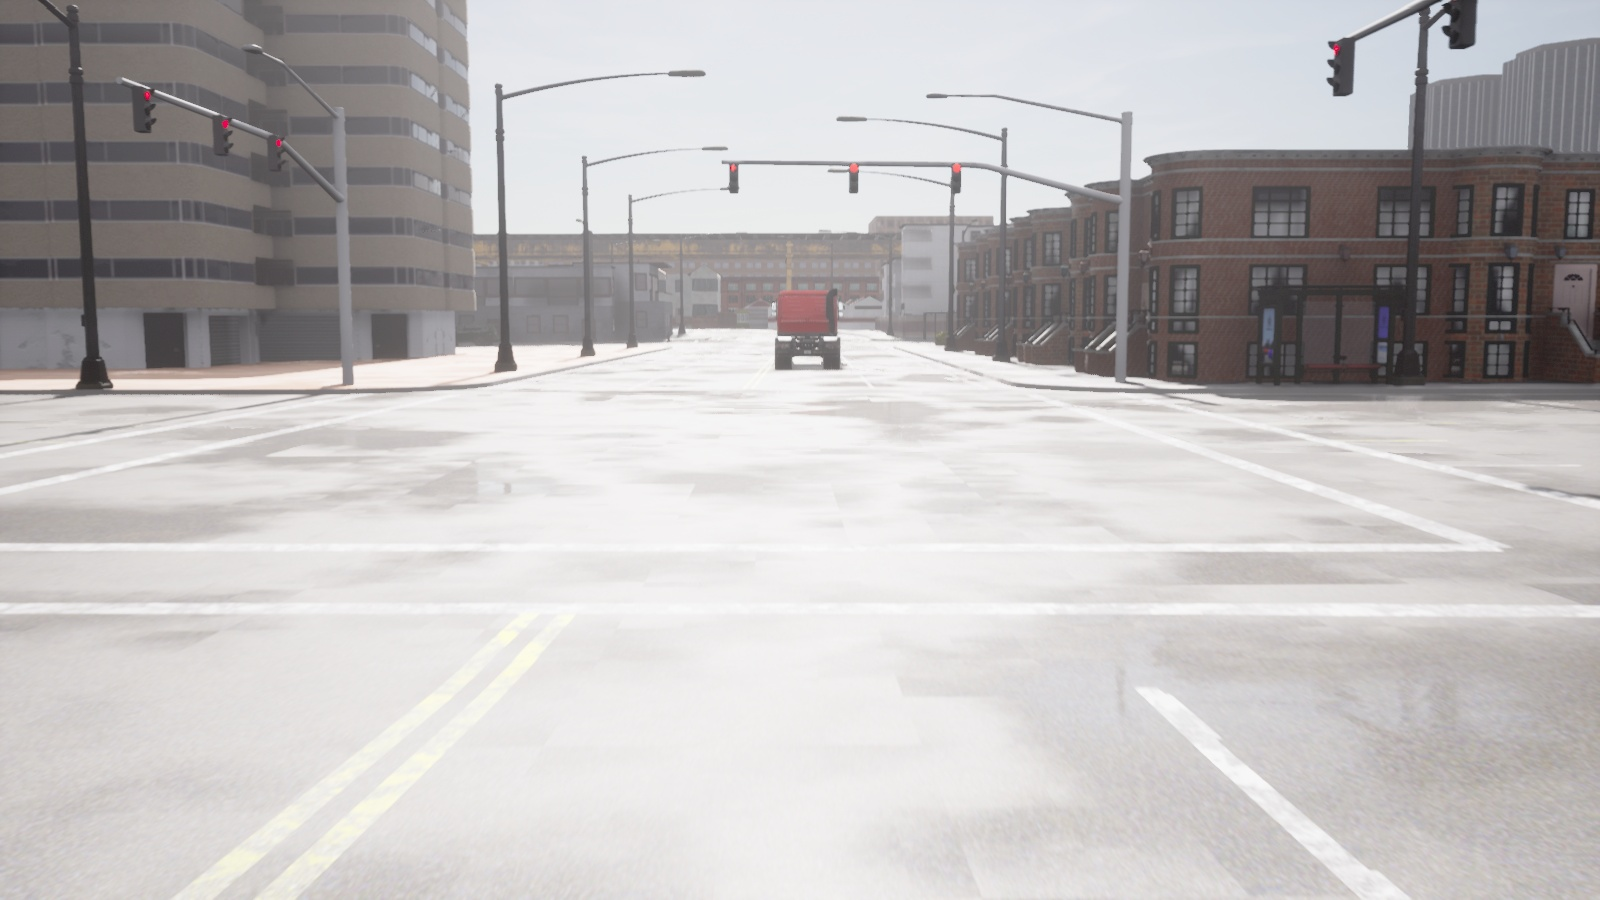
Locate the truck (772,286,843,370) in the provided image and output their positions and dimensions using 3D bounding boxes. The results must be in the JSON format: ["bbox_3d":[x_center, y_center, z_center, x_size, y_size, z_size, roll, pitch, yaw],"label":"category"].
[{"bbox_3d":[0.334,-5.399,55.407,2.891,3.462,7.936,0,6,0],"label":"truck"}]
